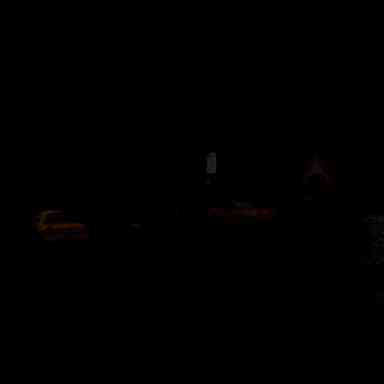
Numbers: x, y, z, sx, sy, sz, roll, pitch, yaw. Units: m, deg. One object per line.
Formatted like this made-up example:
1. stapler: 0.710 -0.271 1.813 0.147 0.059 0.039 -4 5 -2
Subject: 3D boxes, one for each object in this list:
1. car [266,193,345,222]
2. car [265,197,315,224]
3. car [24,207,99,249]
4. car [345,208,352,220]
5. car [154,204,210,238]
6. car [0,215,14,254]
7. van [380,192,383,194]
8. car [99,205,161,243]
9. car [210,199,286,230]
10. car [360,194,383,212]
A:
1. car: 7.605 1.096 24.124 2.435 2.045 5.566 0 0 -35
2. car: 5.330 1.367 22.531 2.231 1.521 4.892 0 0 -35
3. car: -6.107 1.448 14.649 1.946 1.575 5.366 0 0 -35
4. car: 9.871 1.359 25.737 2.163 1.488 4.792 0 0 -35
5. car: -1.568 1.418 17.641 2.097 1.535 5.008 0 0 -35
6. car: -8.252 1.498 12.869 2.163 1.488 4.792 0 0 -35
7. van: 21.105 1.008 33.918 1.878 1.987 4.442 -1 0 -35
8. car: -3.749 1.464 16.126 2.163 1.488 4.792 0 0 -35
9. car: 3.059 1.383 20.928 2.097 1.535 5.008 0 0 -35
10. car: 18.914 1.254 32.206 2.231 1.521 4.892 0 0 -35
